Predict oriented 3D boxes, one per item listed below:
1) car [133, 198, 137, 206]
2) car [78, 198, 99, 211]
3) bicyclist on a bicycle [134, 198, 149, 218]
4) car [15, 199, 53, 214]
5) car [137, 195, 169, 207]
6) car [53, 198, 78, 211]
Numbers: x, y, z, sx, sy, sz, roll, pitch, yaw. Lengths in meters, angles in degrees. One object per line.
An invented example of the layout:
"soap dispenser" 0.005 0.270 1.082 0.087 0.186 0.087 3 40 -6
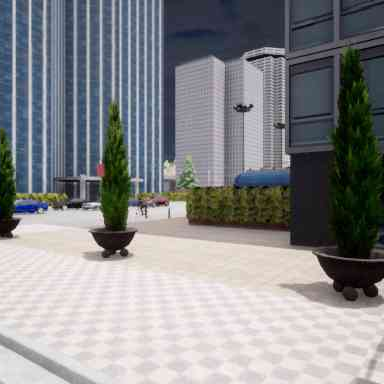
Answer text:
"car" -9.287 1.547 50.511 2.033 1.411 5.357 0 0 35
"car" -11.338 1.601 41.516 1.895 1.301 4.718 0 0 35
"bicyclist on a bicycle" -4.075 1.301 26.657 1.656 1.620 0.582 0 0 35
"car" -17.048 1.478 33.383 1.882 1.535 5.008 0 0 35
"car" -5.490 1.352 49.816 2.097 1.767 4.553 0 0 35
"car" -15.215 1.478 42.086 1.882 1.535 5.008 0 0 35
